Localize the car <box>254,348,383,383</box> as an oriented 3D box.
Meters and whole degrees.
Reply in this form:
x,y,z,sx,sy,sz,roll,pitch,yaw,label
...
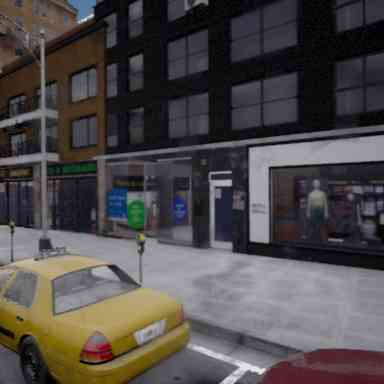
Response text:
x,y,z,sx,sy,sz,roll,pitch,yaw,label
2.228,1.537,1.540,4.206,1.307,1.802,-1,1,39,car

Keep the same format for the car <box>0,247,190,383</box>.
x,y,z,sx,sy,sz,roll,pitch,yaw,label
-2.265,1.546,5.138,4.829,1.417,1.752,-1,1,39,car
